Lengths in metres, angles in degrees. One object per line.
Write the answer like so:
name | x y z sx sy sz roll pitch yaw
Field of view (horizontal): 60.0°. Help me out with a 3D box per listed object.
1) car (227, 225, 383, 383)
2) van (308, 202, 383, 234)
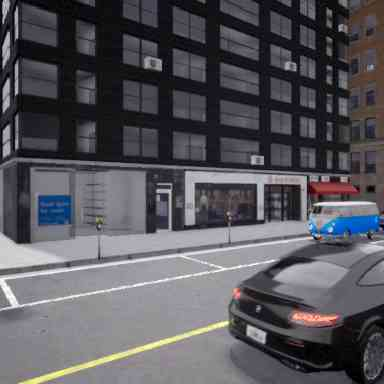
car | 2.637 1.525 5.316 4.674 1.442 1.812 0 0 -36
van | 7.074 1.342 15.444 3.998 1.788 1.690 0 0 -36
